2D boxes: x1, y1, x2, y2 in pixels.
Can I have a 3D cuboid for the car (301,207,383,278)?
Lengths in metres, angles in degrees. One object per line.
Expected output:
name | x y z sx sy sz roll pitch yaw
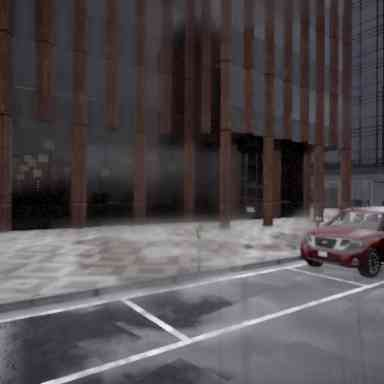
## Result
car | 5.675 1.422 10.684 5.009 1.841 2.192 1 0 -35
